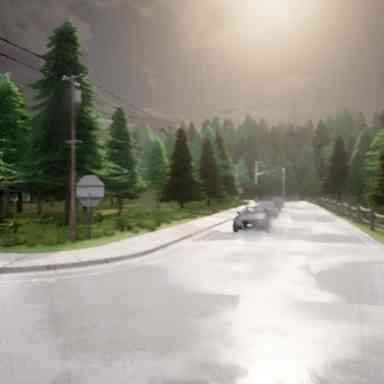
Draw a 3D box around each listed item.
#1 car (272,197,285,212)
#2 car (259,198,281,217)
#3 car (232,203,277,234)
[{"bbox_3d":[8.732,1.554,35.999,1.895,1.301,4.718,0,0,16],"label":"car"},{"bbox_3d":[6.474,1.486,28.677,1.812,1.442,4.674,0,0,17],"label":"car"},{"bbox_3d":[3.590,1.537,19.171,1.994,1.385,4.181,0,0,17],"label":"car"}]
